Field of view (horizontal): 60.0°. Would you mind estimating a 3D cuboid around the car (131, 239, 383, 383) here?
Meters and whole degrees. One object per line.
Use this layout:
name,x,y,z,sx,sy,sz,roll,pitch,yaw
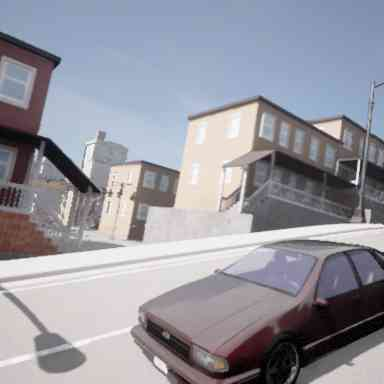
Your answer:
car,1.811,1.516,5.274,5.357,1.411,2.033,-1,0,-35
